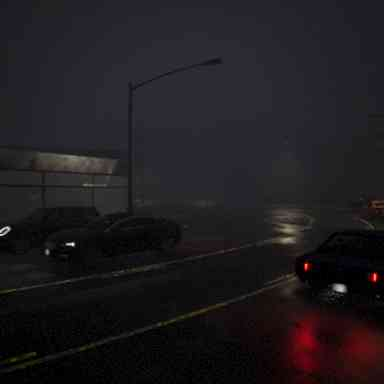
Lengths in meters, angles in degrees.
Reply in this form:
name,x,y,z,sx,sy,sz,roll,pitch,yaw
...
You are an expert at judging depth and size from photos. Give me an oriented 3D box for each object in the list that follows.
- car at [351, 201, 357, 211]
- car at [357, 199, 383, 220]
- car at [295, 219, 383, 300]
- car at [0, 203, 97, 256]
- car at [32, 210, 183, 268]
name,x,y,z,sx,sy,sz,roll,pitch,yaw
car,20.191,1.491,38.353,2.128,1.511,4.902,0,0,-2
car,15.171,1.477,27.060,1.882,1.535,5.008,0,0,16
car,4.438,1.601,8.172,1.895,1.301,4.718,0,0,43
car,-5.649,1.352,13.311,4.553,1.767,2.097,0,0,-43
car,-2.486,1.491,11.462,4.902,1.511,2.128,0,0,-45
